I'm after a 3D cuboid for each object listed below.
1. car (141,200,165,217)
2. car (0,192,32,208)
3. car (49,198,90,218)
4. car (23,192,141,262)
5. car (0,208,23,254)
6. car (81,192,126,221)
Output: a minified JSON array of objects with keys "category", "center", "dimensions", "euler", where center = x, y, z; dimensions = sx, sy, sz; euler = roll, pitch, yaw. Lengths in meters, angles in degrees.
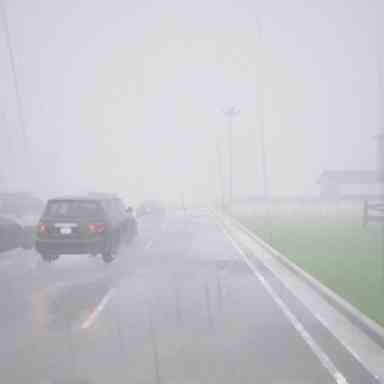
[{"category":"car","center":[-3.451,1.352,28.202],"dimensions":[1.994,1.385,4.181],"euler":[0,1,1]},{"category":"car","center":[-13.966,1.020,26.890],"dimensions":[2.150,2.045,5.566],"euler":[0,1,1]},{"category":"car","center":[-10.446,1.309,28.714],"dimensions":[1.812,1.442,4.674],"euler":[0,1,1]},{"category":"car","center":[-3.466,1.133,11.885],"dimensions":[2.150,2.045,5.566],"euler":[0,1,0]},{"category":"car","center":[-6.975,1.465,10.905],"dimensions":[2.033,1.411,5.357],"euler":[0,0,0]},{"category":"car","center":[-6.965,1.020,26.905],"dimensions":[2.150,2.045,5.566],"euler":[0,1,1]}]
